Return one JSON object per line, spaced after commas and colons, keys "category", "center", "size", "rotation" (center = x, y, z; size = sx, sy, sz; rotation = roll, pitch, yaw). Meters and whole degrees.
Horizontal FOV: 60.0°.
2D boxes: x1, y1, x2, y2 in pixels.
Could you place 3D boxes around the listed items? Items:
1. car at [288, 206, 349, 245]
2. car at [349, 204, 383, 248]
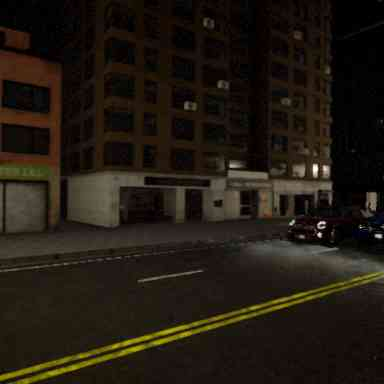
{"category": "car", "center": [6.877, 1.502, 16.626], "size": [4.553, 1.767, 2.097], "rotation": [1, -1, -36]}
{"category": "car", "center": [9.456, 1.368, 14.479], "size": [5.566, 2.045, 2.150], "rotation": [0, 0, -36]}
